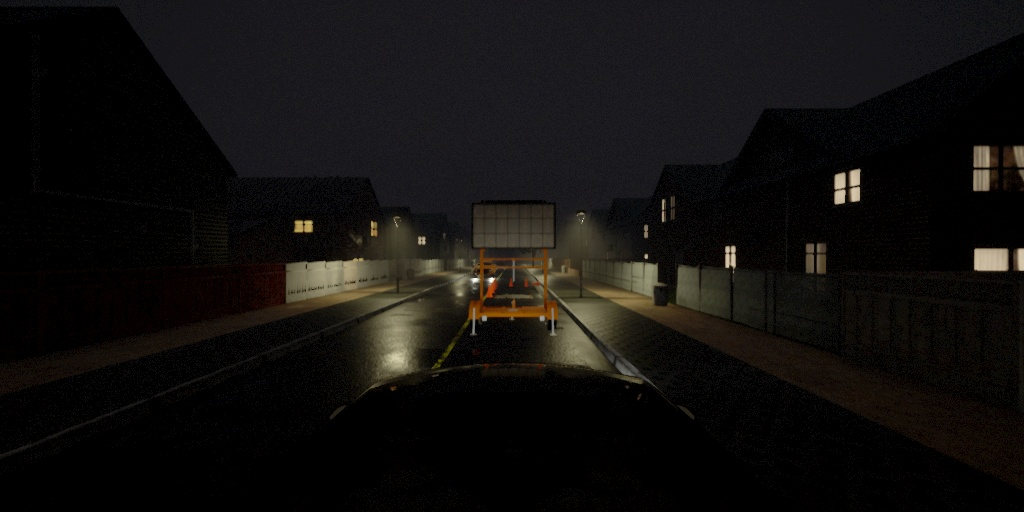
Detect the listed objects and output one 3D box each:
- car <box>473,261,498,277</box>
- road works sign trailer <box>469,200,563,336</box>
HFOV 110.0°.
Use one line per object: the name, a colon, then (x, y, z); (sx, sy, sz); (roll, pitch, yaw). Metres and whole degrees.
car: (-2.682, 1.248, 35.373); (1.882, 1.535, 5.008); (0, 0, 0)
road works sign trailer: (0.048, 0.206, 10.396); (2.380, 3.560, 2.880); (0, 0, 1)
